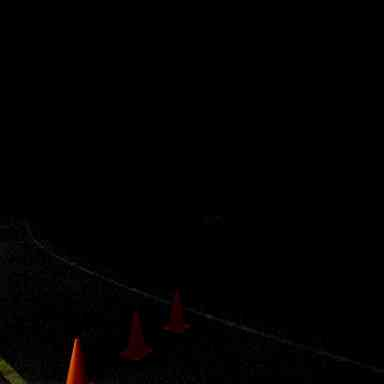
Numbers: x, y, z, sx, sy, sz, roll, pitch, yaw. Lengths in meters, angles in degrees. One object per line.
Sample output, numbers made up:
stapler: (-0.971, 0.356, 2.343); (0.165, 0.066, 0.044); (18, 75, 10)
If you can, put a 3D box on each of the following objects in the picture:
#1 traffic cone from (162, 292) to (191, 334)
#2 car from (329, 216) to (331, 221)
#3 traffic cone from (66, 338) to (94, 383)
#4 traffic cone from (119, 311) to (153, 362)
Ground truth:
traffic cone: (-0.250, 1.931, 5.447); (0.340, 0.580, 0.340); (1, 1, 31)
car: (35.639, 6.632, 82.728); (1.851, 1.617, 3.988); (-4, -3, 4)
traffic cone: (-1.290, 1.945, 3.746); (0.340, 0.580, 0.340); (1, 1, 31)
traffic cone: (-0.770, 1.938, 4.597); (0.340, 0.580, 0.340); (1, 1, 32)
